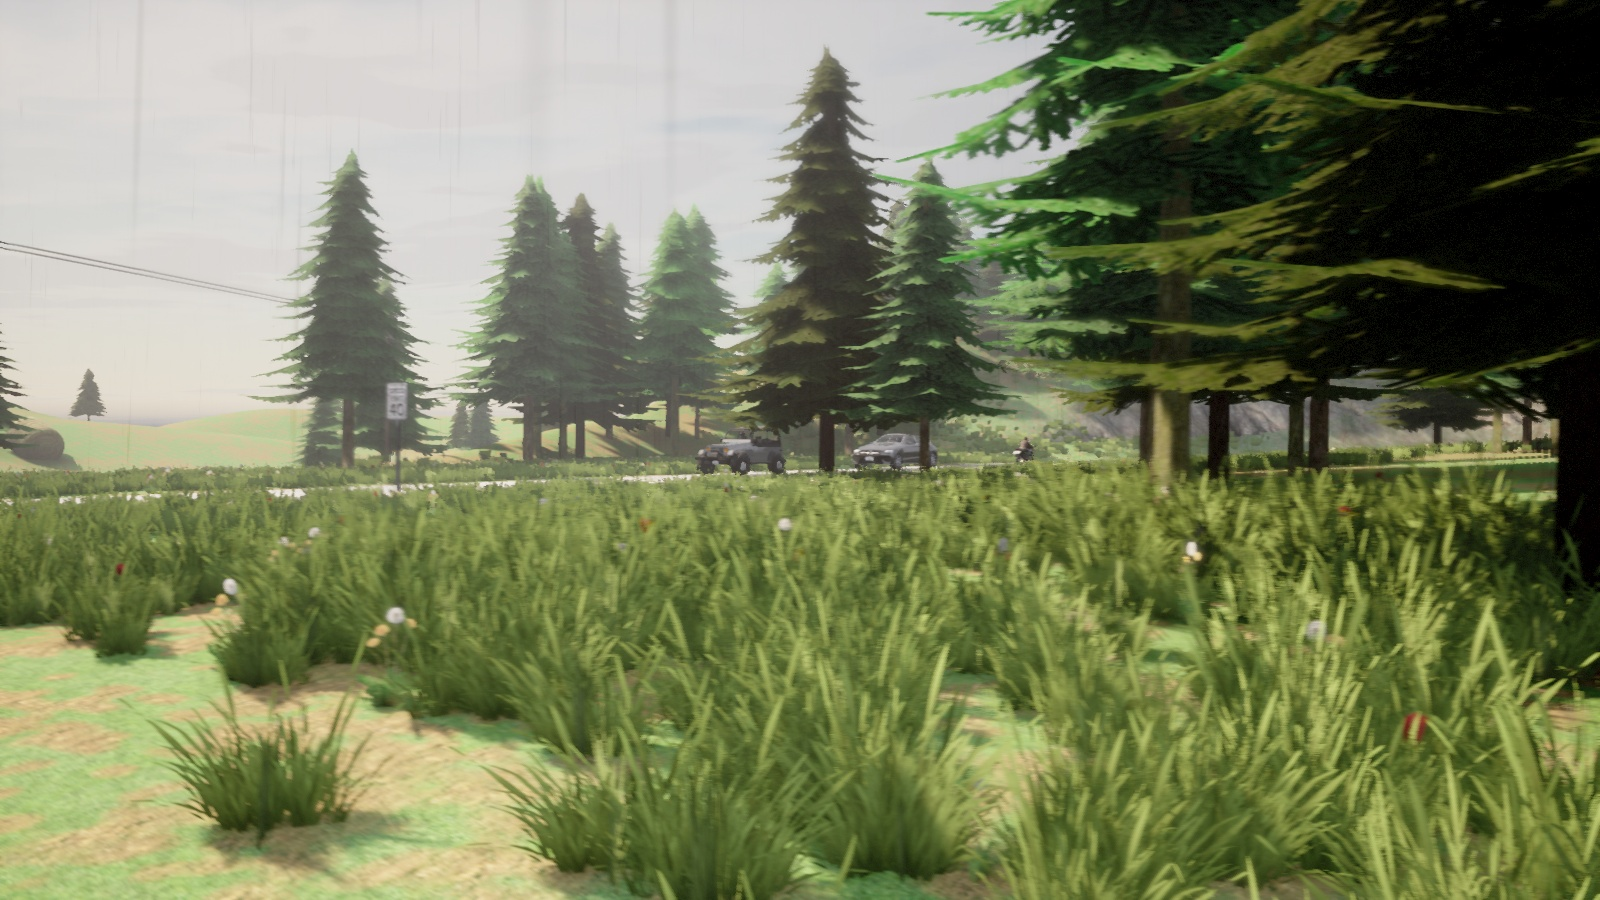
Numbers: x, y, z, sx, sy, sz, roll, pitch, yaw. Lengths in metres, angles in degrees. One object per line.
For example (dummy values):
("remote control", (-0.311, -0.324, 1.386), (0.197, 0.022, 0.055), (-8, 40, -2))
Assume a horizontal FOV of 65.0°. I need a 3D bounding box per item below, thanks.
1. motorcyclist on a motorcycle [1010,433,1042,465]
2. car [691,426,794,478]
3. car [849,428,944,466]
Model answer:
("motorcyclist on a motorcycle", (11.033, -0.083, 61.250), (0.797, 1.523, 2.044), (0, 1, 33))
("car", (-2.107, 0.046, 46.930), (1.905, 1.878, 3.866), (0, 1, 33))
("car", (4.430, -0.169, 56.972), (2.152, 1.651, 5.027), (0, 1, 33))
